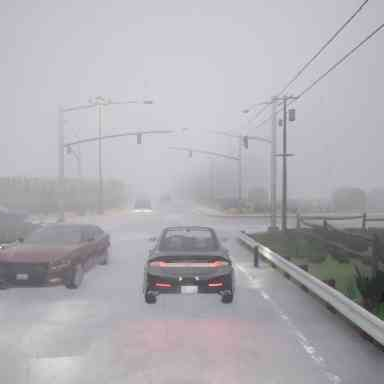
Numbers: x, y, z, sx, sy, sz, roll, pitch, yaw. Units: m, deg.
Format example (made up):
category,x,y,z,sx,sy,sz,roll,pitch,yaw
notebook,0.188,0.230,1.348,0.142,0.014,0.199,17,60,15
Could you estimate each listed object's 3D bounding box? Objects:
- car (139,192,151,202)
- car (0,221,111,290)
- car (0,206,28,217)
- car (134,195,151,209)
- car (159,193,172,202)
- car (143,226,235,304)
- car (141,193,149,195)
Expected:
category,x,y,z,sx,sy,sz,roll,pitch,yaw
car,-8.641,0.923,61.534,2.097,1.767,4.553,0,1,-7
car,-3.712,1.643,9.701,1.882,1.535,5.008,0,-2,-1
car,-15.195,1.736,25.694,4.674,1.442,1.812,0,1,-7
car,-6.324,1.468,42.897,1.994,1.385,4.181,0,1,-7
car,-4.946,0.923,61.525,2.097,1.767,4.553,0,1,-7
car,-0.091,1.612,8.420,2.128,1.511,4.902,0,-2,-1
car,-7.389,1.276,51.495,1.812,1.442,4.674,0,1,-7
